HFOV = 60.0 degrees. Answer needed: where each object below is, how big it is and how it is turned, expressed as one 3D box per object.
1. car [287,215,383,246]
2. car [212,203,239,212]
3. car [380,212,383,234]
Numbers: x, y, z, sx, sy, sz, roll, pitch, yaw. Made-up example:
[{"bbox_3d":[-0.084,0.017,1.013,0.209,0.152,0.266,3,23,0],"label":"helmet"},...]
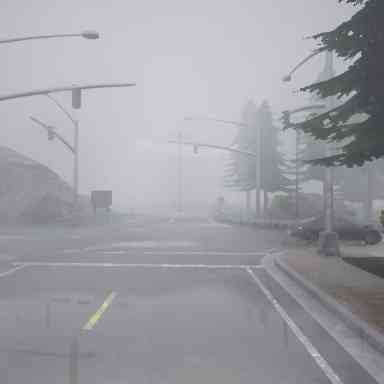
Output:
[{"bbox_3d":[7.424,1.961,17.473,4.674,1.442,1.812,0,-1,0],"label":"car"},{"bbox_3d":[5.190,2.363,51.201,4.181,1.385,1.994,1,-1,-14],"label":"car"},{"bbox_3d":[15.229,2.069,21.134,5.357,1.411,2.033,0,-1,0],"label":"car"}]
